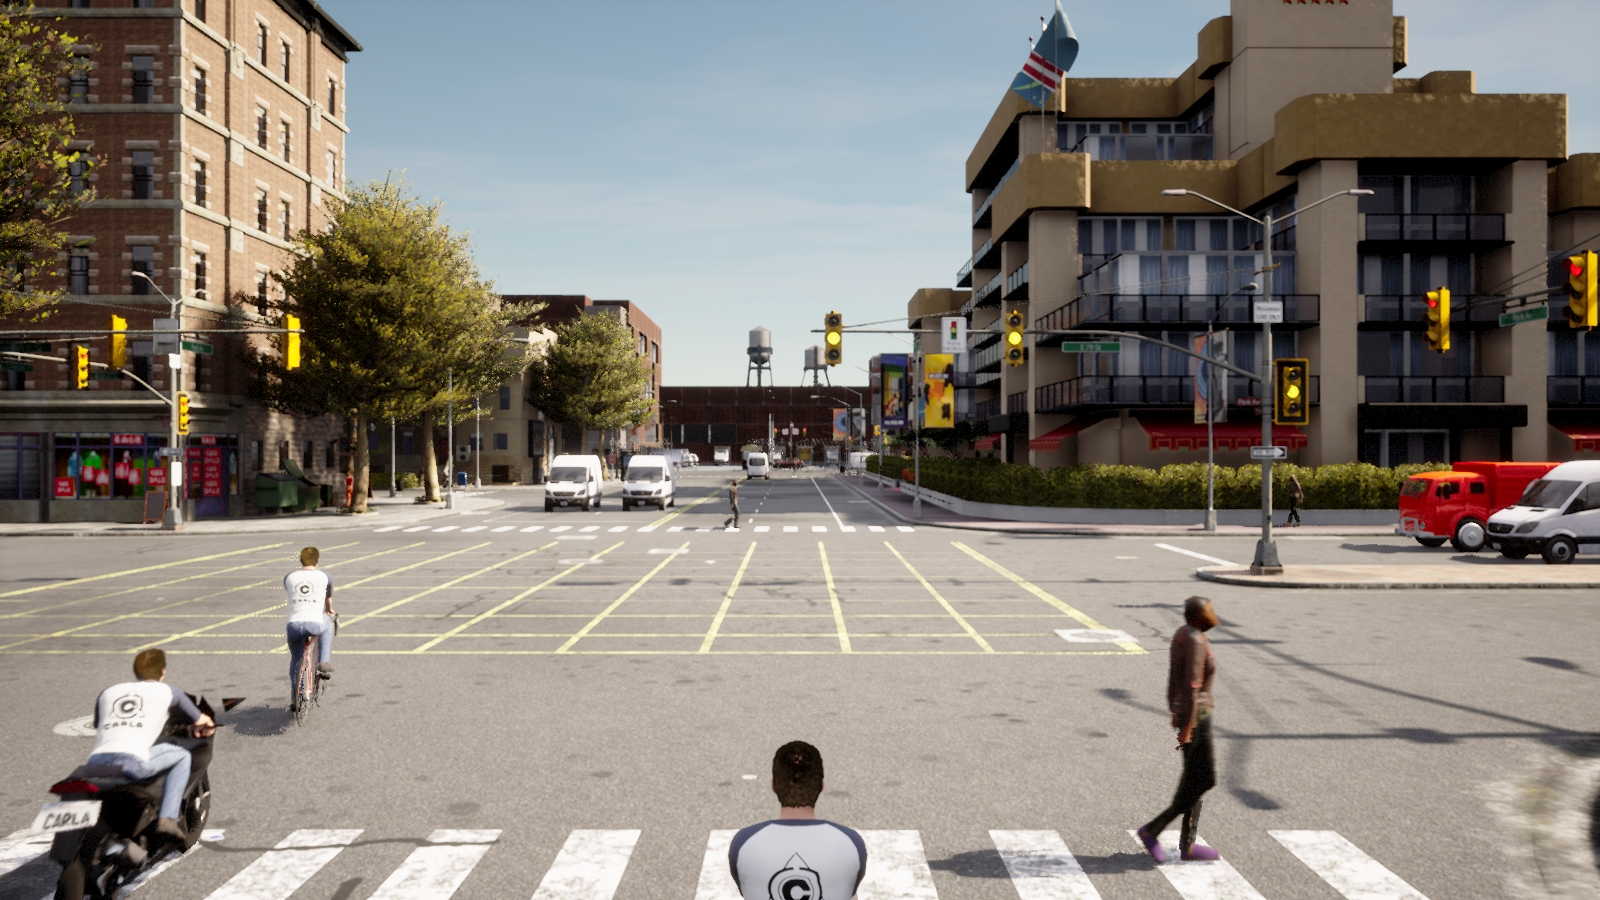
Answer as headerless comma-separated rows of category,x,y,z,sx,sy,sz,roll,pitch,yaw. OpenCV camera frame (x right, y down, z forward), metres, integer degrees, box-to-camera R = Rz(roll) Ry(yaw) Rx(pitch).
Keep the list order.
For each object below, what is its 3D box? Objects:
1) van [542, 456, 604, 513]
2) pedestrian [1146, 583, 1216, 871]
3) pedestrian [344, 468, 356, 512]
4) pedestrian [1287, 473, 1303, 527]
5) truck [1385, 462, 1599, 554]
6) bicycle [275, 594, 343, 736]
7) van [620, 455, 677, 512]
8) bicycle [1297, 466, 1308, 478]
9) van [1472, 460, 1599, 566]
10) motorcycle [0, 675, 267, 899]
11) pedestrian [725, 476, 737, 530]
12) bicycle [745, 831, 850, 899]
van,-10.711,1.556,54.268,1.988,2.561,5.915,0,0,-2
pedestrian,2.580,1.853,7.756,0.375,1.860,0.375,0,0,4
pedestrian,-19.249,1.716,48.915,0.375,1.860,0.375,0,0,-4
pedestrian,17.019,1.712,39.256,0.375,1.860,0.375,0,0,-1
truck,19.796,1.581,32.280,5.204,2.467,2.627,0,0,0
bicycle,-5.141,2.211,12.030,0.373,1.196,1.643,0,0,-13
van,-7.241,1.557,55.073,1.988,2.561,5.915,0,0,0
bicycle,51.282,2.257,116.571,0.329,1.171,1.835,0,0,1
van,20.476,1.546,28.773,5.915,2.561,1.988,0,0,0
motorcycle,-4.161,2.216,7.287,0.803,1.145,2.033,0,0,-7
pedestrian,-2.432,1.866,40.305,0.375,1.860,0.375,0,0,6
bicycle,-0.009,2.208,4.028,0.373,1.196,1.643,0,0,0
